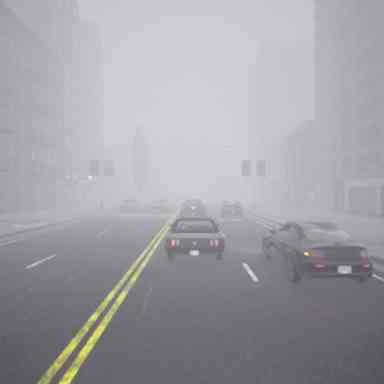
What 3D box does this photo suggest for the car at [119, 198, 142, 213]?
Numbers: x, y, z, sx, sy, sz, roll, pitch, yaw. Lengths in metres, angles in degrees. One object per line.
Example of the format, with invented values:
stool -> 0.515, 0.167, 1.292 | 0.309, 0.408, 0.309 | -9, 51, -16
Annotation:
car -> -6.593, 1.482, 36.149 | 1.837, 1.490, 4.892 | 0, 0, 0

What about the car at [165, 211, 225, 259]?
car -> 0.093, 1.594, 12.525 | 1.895, 1.301, 4.718 | 0, 0, 0

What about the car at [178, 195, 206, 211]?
car -> 0.094, 1.334, 29.083 | 2.097, 1.767, 4.553 | 0, 0, 0

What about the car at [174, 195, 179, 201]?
car -> -3.245, 1.381, 76.814 | 1.882, 1.535, 5.008 | 0, 0, 0

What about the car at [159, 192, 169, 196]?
car -> -6.495, 1.129, 76.784 | 2.150, 2.045, 5.566 | 0, 0, 0

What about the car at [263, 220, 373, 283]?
car -> 3.331, 1.520, 9.559 | 1.812, 1.442, 4.674 | 0, 0, 0

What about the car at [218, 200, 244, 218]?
car -> 3.345, 1.473, 29.320 | 2.128, 1.511, 4.902 | 0, 0, 0

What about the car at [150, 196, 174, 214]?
car -> -3.344, 1.454, 35.808 | 1.882, 1.535, 5.008 | 0, 0, 0
